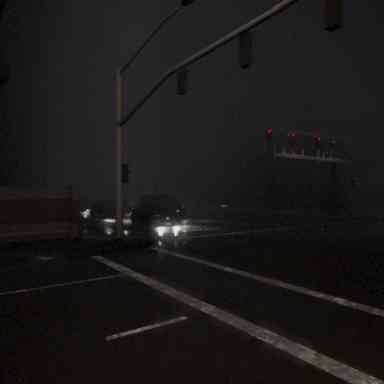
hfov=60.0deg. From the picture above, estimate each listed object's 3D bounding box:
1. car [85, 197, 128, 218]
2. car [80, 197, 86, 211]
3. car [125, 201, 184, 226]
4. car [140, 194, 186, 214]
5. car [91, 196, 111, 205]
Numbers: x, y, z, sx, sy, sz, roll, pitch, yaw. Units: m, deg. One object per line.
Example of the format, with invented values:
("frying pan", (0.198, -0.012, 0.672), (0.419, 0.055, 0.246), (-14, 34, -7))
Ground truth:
("car", (-7.853, 1.478, 30.717), (1.882, 1.535, 5.008), (0, 0, -36))
("car", (-13.899, 1.526, 39.150), (1.812, 1.442, 4.674), (0, 0, -36))
("car", (-2.755, 1.564, 23.612), (1.994, 1.385, 4.181), (0, 0, -35))
("car", (-2.782, 1.222, 29.659), (2.150, 2.045, 5.566), (0, 0, -36))
("car", (-16.864, 1.478, 61.586), (1.882, 1.535, 5.008), (0, 0, -36))
